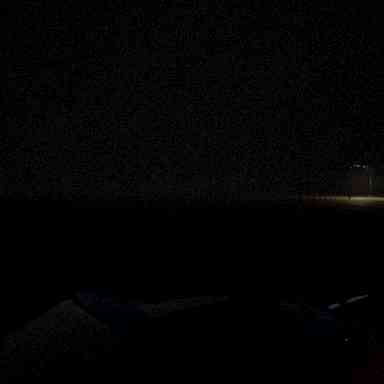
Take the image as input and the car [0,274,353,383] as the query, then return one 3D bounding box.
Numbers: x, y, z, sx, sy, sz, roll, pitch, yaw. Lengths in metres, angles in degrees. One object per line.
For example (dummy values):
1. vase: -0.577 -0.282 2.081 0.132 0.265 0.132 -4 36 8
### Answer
1. car: -0.518 1.533 2.702 4.674 1.442 1.812 0 0 -36
